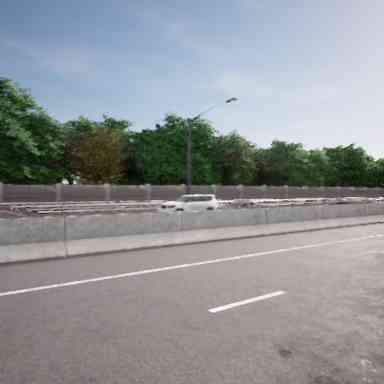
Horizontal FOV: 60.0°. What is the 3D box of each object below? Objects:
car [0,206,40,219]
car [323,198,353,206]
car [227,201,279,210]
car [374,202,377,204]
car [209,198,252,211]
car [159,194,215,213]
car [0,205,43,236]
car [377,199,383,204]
[{"bbox_3d":[-9.127,1.537,14.678,4.674,1.442,1.812,0,0,-35],"label":"car"},{"bbox_3d":[19.067,1.503,43.334,4.902,1.511,2.128,0,0,-35],"label":"car"},{"bbox_3d":[5.178,1.612,24.882,4.718,1.301,1.895,0,0,-35],"label":"car"},{"bbox_3d":[26.110,1.554,44.016,5.357,1.411,2.033,0,0,-35],"label":"car"},{"bbox_3d":[4.184,1.518,28.470,4.892,1.490,1.837,0,0,-35],"label":"car"},{"bbox_3d":[-0.182,1.236,29.655,5.566,2.045,2.150,0,0,-35],"label":"car"},{"bbox_3d":[-10.778,1.517,17.799,4.892,1.490,1.837,0,0,-35],"label":"car"},{"bbox_3d":[23.480,1.533,37.893,4.674,1.442,1.812,0,0,-35],"label":"car"}]
